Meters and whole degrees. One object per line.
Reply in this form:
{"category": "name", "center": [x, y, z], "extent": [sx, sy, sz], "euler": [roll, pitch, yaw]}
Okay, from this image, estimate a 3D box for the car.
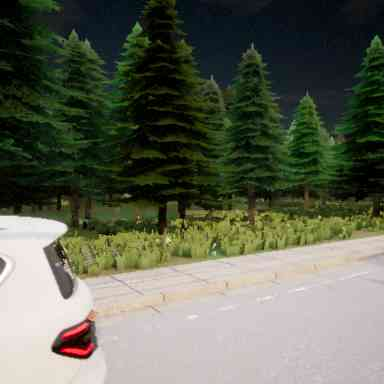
{"category": "car", "center": [-3.282, 1.221, 1.722], "extent": [5.566, 2.045, 2.150], "euler": [0, 0, -34]}
